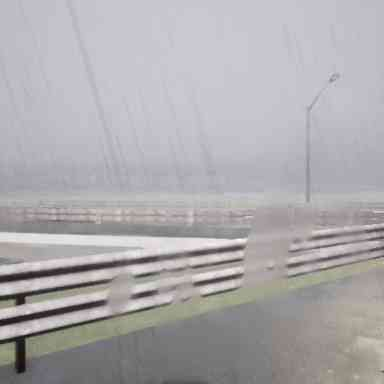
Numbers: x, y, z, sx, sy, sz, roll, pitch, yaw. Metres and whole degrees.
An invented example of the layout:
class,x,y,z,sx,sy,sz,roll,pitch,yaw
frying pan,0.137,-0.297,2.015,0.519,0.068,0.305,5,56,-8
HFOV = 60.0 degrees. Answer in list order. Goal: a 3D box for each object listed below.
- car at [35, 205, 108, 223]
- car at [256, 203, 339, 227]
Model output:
class,x,y,z,sx,sy,sz,roll,pitch,yaw
car,-8.310,1.554,23.102,4.718,1.301,1.895,0,0,13
car,6.452,1.459,20.592,4.902,1.511,2.128,0,0,6
